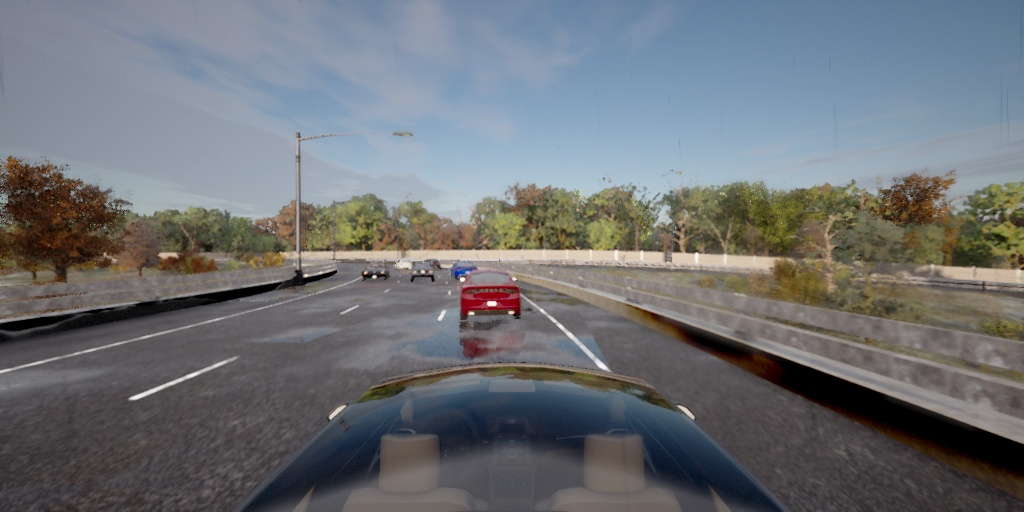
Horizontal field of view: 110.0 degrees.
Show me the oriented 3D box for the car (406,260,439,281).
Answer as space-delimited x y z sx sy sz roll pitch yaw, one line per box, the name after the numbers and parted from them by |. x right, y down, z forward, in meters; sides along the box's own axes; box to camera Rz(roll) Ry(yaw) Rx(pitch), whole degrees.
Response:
-7.442 1.260 29.694 2.033 1.411 5.357 0 0 -15 | car

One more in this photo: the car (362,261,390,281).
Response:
-11.318 1.325 30.023 1.895 1.301 4.718 0 0 -16 | car

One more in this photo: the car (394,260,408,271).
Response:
-14.787 1.220 48.923 1.812 1.442 4.674 0 0 -26 | car

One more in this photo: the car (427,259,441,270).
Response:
-11.117 1.185 49.331 1.837 1.490 4.892 0 0 -25 | car

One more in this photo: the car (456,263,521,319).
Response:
-0.833 1.206 12.780 1.882 1.535 5.008 0 0 -6 | car

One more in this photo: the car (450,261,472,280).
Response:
-4.206 1.178 30.831 1.882 1.535 5.008 0 0 -15 | car

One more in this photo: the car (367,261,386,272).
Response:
-17.976 1.308 47.538 1.895 1.301 4.718 0 0 -26 | car
